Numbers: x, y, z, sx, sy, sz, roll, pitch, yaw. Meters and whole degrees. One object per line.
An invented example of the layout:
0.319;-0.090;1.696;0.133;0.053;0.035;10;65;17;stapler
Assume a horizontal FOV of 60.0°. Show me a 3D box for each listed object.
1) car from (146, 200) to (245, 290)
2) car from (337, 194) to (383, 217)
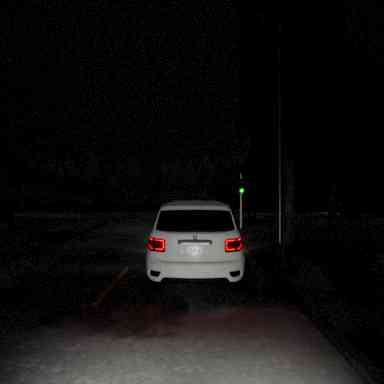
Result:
0.105;1.222;9.230;2.150;2.045;5.566;0;0;1;car
15.946;1.221;30.437;5.566;2.045;2.150;0;0;1;car
